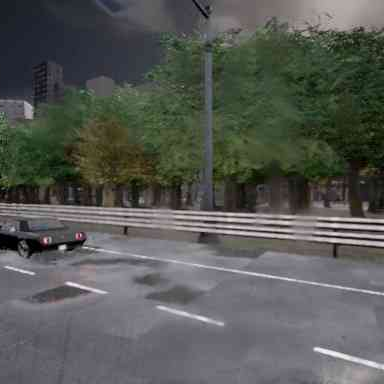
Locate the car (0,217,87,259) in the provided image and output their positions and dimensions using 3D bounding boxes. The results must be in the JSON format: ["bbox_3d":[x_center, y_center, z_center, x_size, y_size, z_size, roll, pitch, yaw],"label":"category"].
[{"bbox_3d":[-6.208,1.604,12.610,4.718,1.301,1.895,0,0,36],"label":"car"}]
